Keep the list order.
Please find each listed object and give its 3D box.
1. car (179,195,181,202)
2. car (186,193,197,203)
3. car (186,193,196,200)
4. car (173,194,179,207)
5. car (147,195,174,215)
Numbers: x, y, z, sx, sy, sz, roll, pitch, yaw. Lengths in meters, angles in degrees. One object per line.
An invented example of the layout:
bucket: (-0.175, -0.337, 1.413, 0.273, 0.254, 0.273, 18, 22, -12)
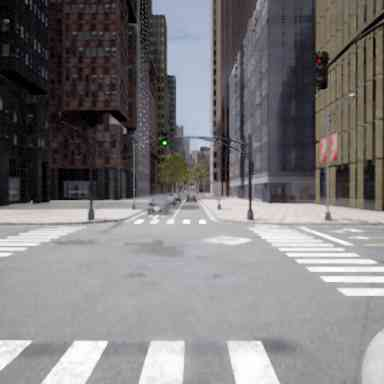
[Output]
car: (-3.119, 1.154, 64.707, 1.882, 1.535, 5.008, 0, 0, 0)
car: (-0.108, 1.213, 61.845, 1.812, 1.442, 4.674, 0, 0, 0)
car: (-0.133, 0.996, 71.849, 2.128, 1.511, 4.902, 0, 0, 0)
car: (-3.149, 1.292, 45.911, 1.812, 1.442, 4.674, 0, 0, 0)
car: (-3.136, 1.326, 31.780, 2.128, 1.511, 4.902, 0, 1, -1)
